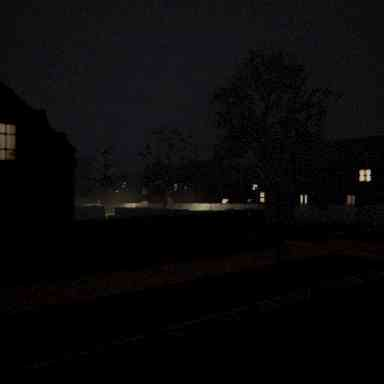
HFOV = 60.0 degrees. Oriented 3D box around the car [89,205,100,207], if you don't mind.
[{"bbox_3d":[-14.735,2.676,49.878,2.033,1.411,5.357,0,-2,-35],"label":"car"}]
